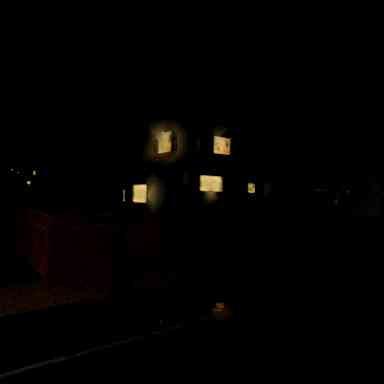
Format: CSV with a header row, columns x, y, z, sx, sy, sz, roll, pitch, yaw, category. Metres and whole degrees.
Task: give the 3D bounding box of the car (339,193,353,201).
x,y,z,sx,sy,sz,roll,pitch,yaw,category
21.758,0.708,45.083,2.128,1.511,4.902,2,2,-3,car
